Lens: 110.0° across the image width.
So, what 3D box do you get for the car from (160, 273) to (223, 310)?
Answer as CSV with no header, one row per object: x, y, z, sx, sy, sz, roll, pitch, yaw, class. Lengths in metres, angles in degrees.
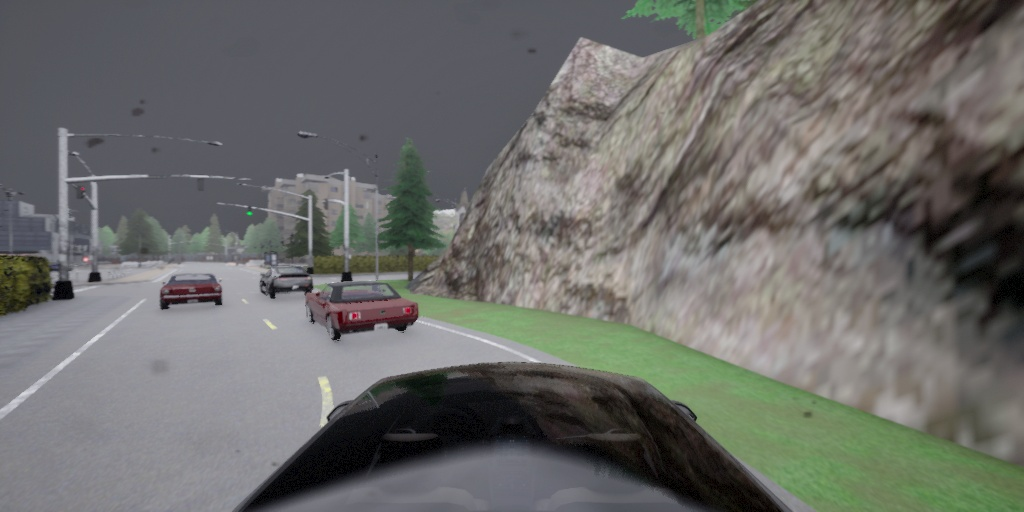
-13.560,1.404,15.260,1.895,1.301,4.718,0,0,-41,car

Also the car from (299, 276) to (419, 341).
-4.433,1.365,10.093,1.895,1.301,4.718,0,0,-39,car

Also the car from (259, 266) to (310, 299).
-11.827,1.282,18.728,2.128,1.511,4.902,0,0,-41,car
